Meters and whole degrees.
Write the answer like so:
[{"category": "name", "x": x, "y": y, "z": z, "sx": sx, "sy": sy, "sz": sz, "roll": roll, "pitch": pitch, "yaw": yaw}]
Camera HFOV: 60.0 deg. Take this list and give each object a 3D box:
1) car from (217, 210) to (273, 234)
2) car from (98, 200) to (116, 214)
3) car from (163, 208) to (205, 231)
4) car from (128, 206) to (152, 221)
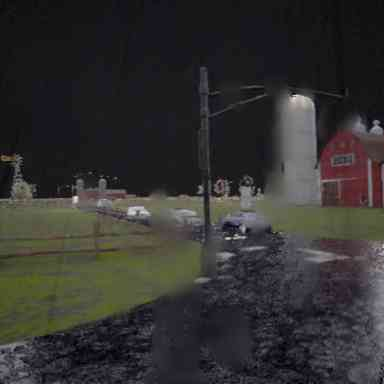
[{"category": "car", "x": 3.349, "y": 1.893, "z": 21.749, "sx": 1.994, "sy": 1.385, "sz": 4.181, "roll": -1, "pitch": -1, "yaw": -25}, {"category": "car", "x": -13.751, "y": 2.356, "z": 53.240, "sx": 2.150, "sy": 2.045, "sz": 5.566, "roll": -1, "pitch": -1, "yaw": -23}, {"category": "car", "x": -0.638, "y": 1.939, "z": 23.471, "sx": 1.837, "sy": 1.490, "sz": 4.892, "roll": -1, "pitch": -1, "yaw": -24}, {"category": "car", "x": -5.732, "y": 2.232, "z": 34.994, "sx": 1.812, "sy": 1.442, "sz": 4.674, "roll": -1, "pitch": -1, "yaw": -24}]
